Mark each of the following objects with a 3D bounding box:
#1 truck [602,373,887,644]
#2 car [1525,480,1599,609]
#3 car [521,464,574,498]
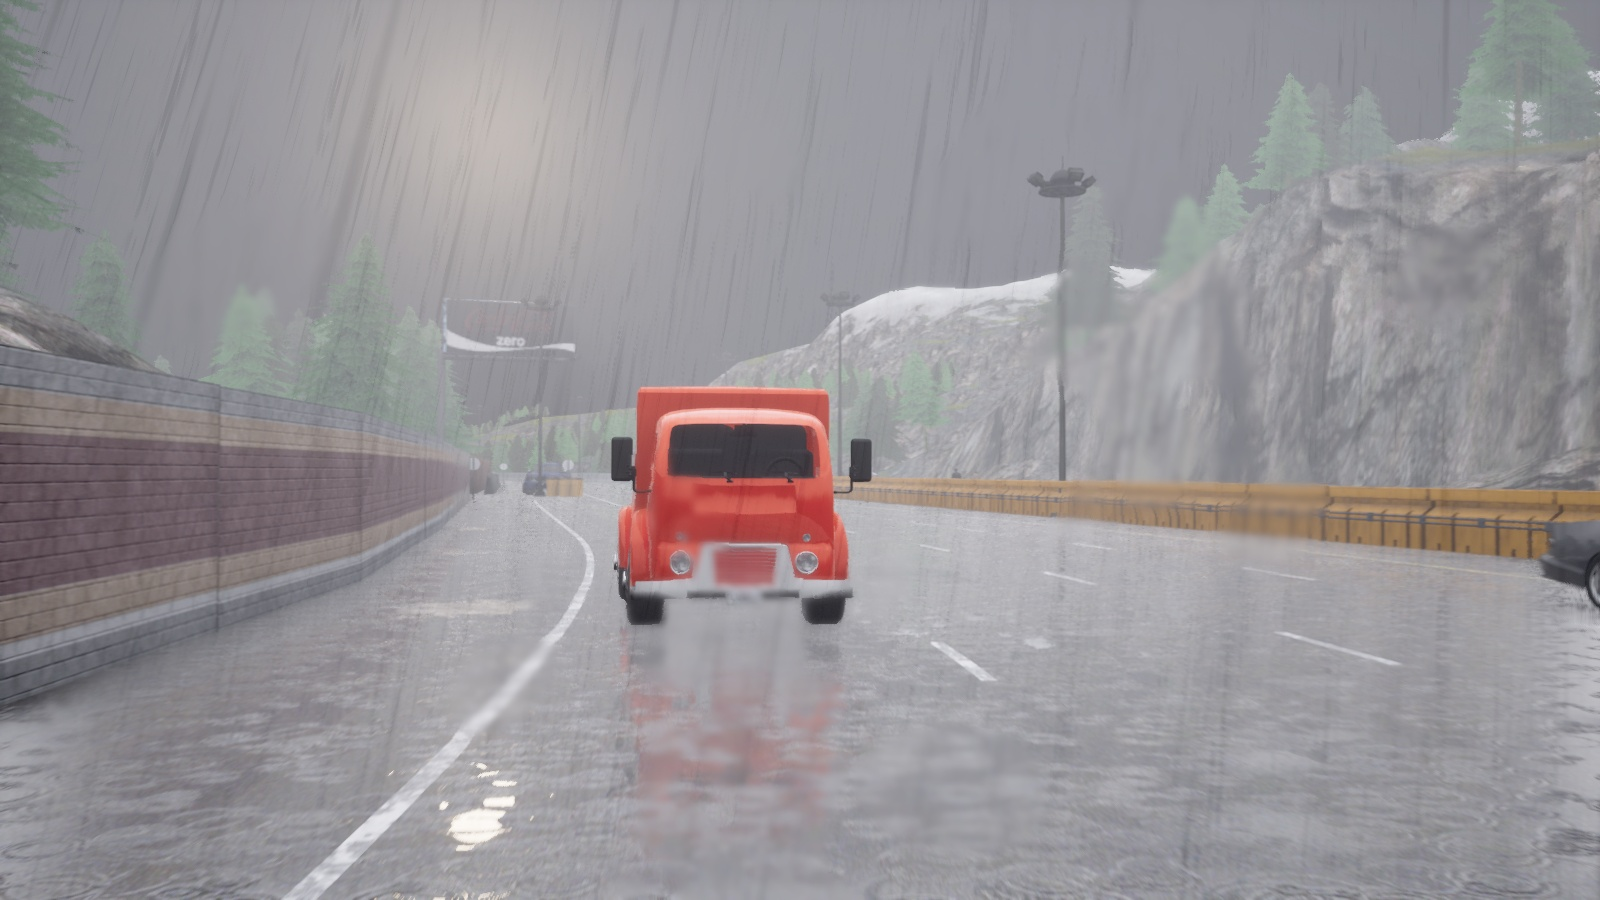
[{"bbox_3d":[-0.805,0.565,14.177,2.627,2.467,5.204,0,-1,-7],"label":"truck"},{"bbox_3d":[9.974,1.028,12.542,2.033,1.411,5.357,0,-1,-5],"label":"car"},{"bbox_3d":[-16.063,1.946,80.131,2.150,2.045,5.566,0,-1,1],"label":"car"}]
